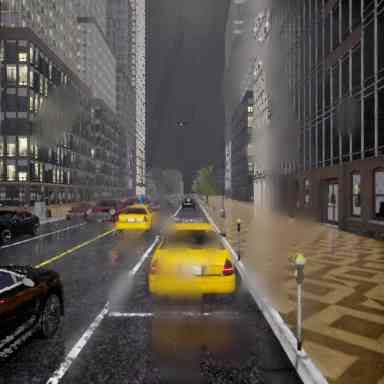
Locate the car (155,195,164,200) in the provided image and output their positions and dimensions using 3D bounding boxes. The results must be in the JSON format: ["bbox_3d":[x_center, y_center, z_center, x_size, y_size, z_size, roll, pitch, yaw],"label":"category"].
[{"bbox_3d":[-8.832,1.504,89.799,1.947,1.339,4.313,0,0,0],"label":"car"}]

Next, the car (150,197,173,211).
[{"bbox_3d":[-3.046,1.536,34.083,2.033,1.411,5.357,0,0,0],"label":"car"}]

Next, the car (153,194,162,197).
[{"bbox_3d":[-8.832,1.391,78.413,1.967,1.590,4.097,0,0,0],"label":"car"}]

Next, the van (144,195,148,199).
[{"bbox_3d":[-8.832,1.315,55.646,1.690,1.788,3.998,0,0,0],"label":"van"}]

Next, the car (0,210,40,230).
[{"bbox_3d":[-8.833,1.563,15.800,1.947,1.339,4.313,0,0,0],"label":"car"}]

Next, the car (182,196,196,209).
[{"bbox_3d":[-0.452,1.548,44.248,1.947,1.339,4.313,0,0,0],"label":"car"}]

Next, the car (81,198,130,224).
[{"bbox_3d":[-6.245,1.346,24.646,2.097,1.767,4.553,0,0,0],"label":"car"}]

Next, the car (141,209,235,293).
[{"bbox_3d":[0.004,1.456,8.839,1.801,1.575,5.366,0,0,0],"label":"car"}]

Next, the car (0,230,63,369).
[{"bbox_3d":[-3.049,1.491,3.630,2.128,1.511,4.902,0,0,0],"label":"car"}]

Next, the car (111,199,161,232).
[{"bbox_3d":[-3.144,1.453,19.799,1.801,1.575,5.366,0,0,0],"label":"car"}]

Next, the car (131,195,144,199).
[{"bbox_3d":[-8.833,1.523,49.953,1.887,1.381,4.507,0,0,0],"label":"car"}]

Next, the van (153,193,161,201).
[{"bbox_3d":[-8.831,1.286,84.106,1.690,1.788,3.998,0,0,0],"label":"van"}]

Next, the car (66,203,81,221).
[{"bbox_3d":[-8.832,1.575,27.183,1.802,1.307,4.206,0,0,0],"label":"car"}]

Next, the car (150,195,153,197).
[{"bbox_3d":[-8.833,1.551,61.338,1.802,1.307,4.206,0,0,0],"label":"car"}]

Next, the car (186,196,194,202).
[{"bbox_3d":[-0.452,1.533,78.399,1.802,1.307,4.206,0,0,0],"label":"car"}]
